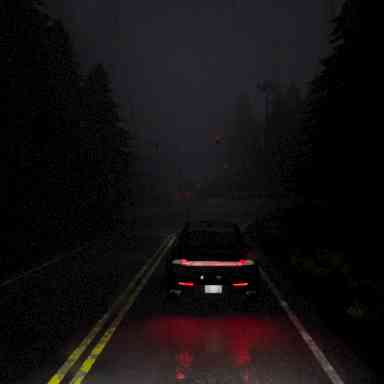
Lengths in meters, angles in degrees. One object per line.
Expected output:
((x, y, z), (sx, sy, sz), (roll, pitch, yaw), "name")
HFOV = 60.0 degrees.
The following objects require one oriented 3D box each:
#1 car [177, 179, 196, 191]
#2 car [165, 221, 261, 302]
((-0.699, -1.097, 45.245), (1.812, 1.442, 4.674), (1, 9, 14), "car")
((0.449, 1.461, 8.191), (2.128, 1.511, 4.902), (0, 0, 2), "car")
